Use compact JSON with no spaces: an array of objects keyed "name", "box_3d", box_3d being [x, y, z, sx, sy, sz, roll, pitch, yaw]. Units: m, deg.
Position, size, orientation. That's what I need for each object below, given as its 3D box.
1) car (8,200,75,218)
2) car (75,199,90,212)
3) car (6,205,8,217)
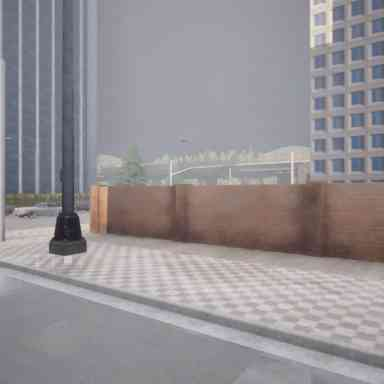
[{"name":"car","box_3d":[-13.420,1.601,29.947,1.895,1.301,4.718,0,0,35]},{"name":"car","box_3d":[-12.415,1.547,37.483,2.033,1.411,5.357,0,0,35]},{"name":"car","box_3d":[-18.224,1.547,29.252,2.033,1.411,5.357,0,0,32]}]
